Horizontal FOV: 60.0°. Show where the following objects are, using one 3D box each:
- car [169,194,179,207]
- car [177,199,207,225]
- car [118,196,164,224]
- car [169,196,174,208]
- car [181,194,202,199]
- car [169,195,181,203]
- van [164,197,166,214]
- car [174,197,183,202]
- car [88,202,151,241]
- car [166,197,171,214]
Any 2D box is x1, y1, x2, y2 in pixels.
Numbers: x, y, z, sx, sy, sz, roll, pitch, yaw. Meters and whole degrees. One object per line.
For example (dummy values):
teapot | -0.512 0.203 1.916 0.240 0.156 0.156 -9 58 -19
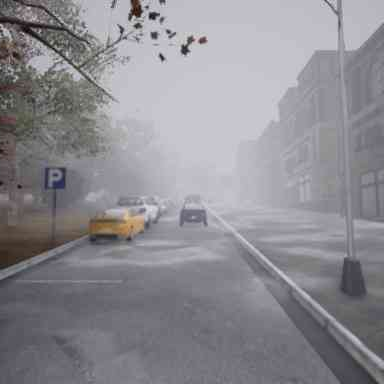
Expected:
car | -3.656 1.475 50.304 2.185 1.767 4.553 0 0 2
car | 0.100 1.530 24.659 1.882 1.535 5.008 0 0 0
car | -3.653 1.276 22.513 2.435 2.045 5.566 0 0 2
car | -3.654 1.568 39.188 2.097 1.535 5.008 0 0 2
car | 0.102 1.321 42.692 2.150 2.045 5.566 0 0 0
car | -3.656 1.543 72.586 2.185 1.767 4.553 0 0 2
van | -3.650 1.314 28.171 1.878 1.987 4.442 0 0 2
car | -3.637 2.016 89.320 2.163 1.488 4.792 1 -2 2
car | -3.653 1.516 16.908 2.097 1.535 5.008 0 0 2
car | -3.647 1.551 33.809 1.946 1.575 5.366 0 0 2
